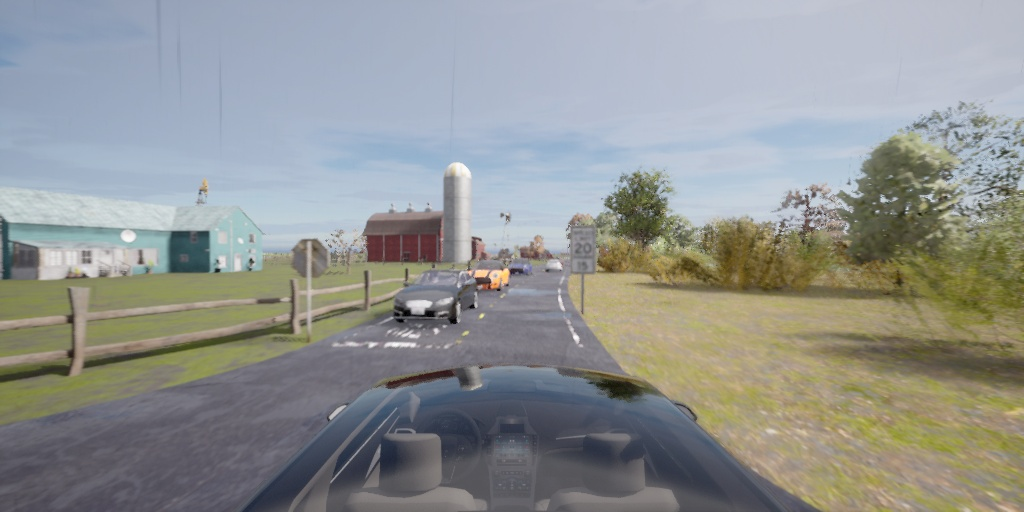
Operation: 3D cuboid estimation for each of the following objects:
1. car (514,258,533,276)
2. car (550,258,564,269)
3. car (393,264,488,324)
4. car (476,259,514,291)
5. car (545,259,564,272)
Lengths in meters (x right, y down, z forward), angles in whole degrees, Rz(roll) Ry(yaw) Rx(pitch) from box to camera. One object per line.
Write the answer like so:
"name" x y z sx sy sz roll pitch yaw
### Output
"car" 0.799 1.004 35.165 2.097 1.767 4.553 0 0 10
"car" 6.760 1.116 53.650 1.882 1.535 5.008 0 0 9
"car" -2.321 1.204 11.972 2.128 1.511 4.902 0 0 4
"car" -1.402 1.041 21.040 2.097 1.767 4.553 0 0 8
"car" 5.107 1.174 43.764 1.812 1.442 4.674 0 0 9
